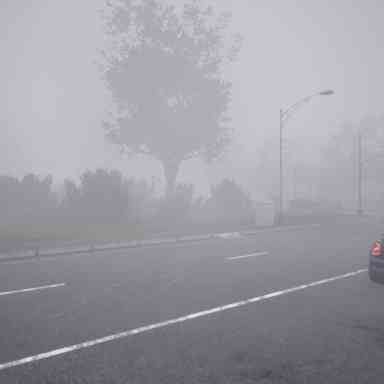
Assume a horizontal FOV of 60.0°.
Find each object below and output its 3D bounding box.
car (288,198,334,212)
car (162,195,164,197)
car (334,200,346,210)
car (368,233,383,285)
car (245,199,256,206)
[{"bbox_3d":[13.673,1.486,39.327,2.128,1.511,4.902,0,0,-32],"label":"car"},{"bbox_3d":[-4.973,1.411,67.842,1.837,1.490,4.892,0,0,-36],"label":"car"},{"bbox_3d":[16.571,1.486,41.295,2.128,1.511,4.902,0,0,-32],"label":"car"},{"bbox_3d":[6.434,1.352,8.310,4.553,1.767,2.097,0,0,-35],"label":"car"},{"bbox_3d":[8.367,1.449,54.221,1.882,1.535,5.008,0,0,-33],"label":"car"}]
